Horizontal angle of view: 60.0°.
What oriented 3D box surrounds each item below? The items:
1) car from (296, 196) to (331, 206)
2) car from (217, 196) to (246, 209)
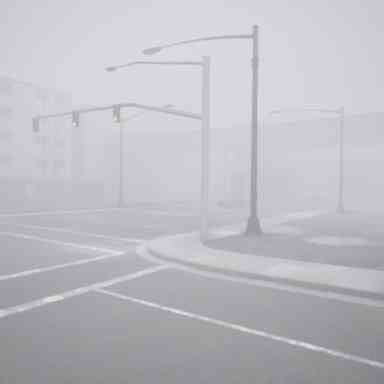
[{"bbox_3d":[19.007,1.328,51.974,5.357,1.411,2.033,0,0,-15],"label":"car"},{"bbox_3d":[5.068,1.291,41.977,1.882,1.535,5.008,1,0,37],"label":"car"}]
